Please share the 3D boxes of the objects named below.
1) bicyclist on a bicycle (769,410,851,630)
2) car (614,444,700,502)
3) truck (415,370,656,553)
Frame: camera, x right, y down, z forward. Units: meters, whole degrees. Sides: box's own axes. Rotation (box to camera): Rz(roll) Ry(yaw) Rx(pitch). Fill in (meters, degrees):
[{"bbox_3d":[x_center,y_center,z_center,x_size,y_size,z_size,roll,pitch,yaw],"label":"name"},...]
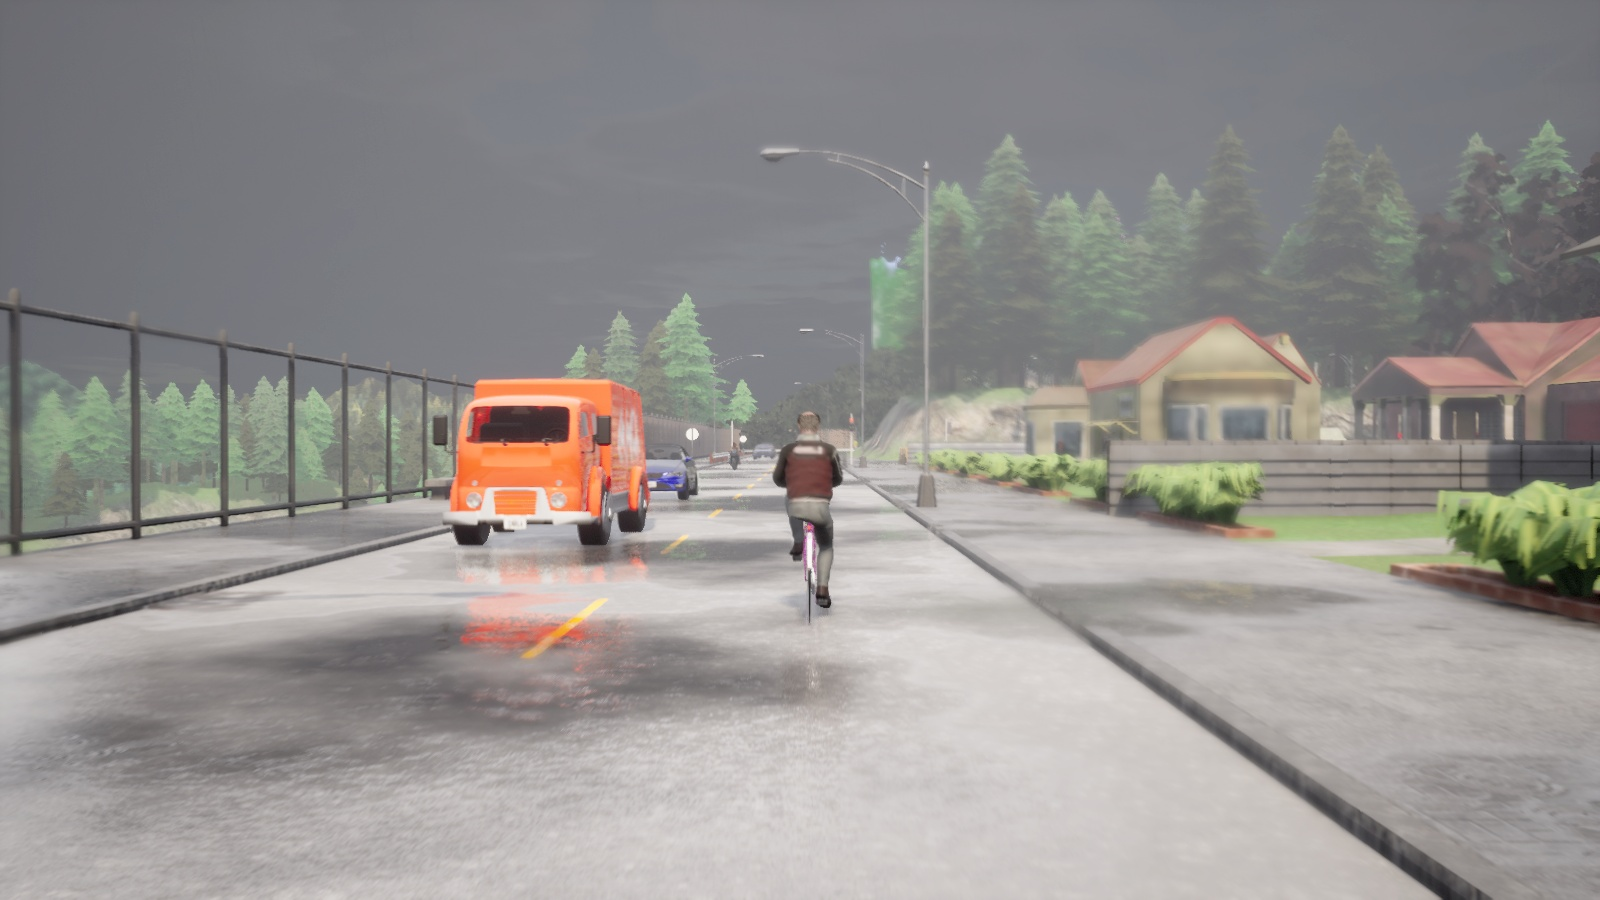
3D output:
[{"bbox_3d":[0.082,0.555,11.026,0.659,1.776,1.843,0,1,0],"label":"bicyclist on a bicycle"},{"bbox_3d":[-3.785,0.566,33.900,1.816,1.474,4.193,0,0,0],"label":"car"},{"bbox_3d":[-3.870,0.147,19.551,2.627,2.467,5.204,0,0,0],"label":"truck"}]
